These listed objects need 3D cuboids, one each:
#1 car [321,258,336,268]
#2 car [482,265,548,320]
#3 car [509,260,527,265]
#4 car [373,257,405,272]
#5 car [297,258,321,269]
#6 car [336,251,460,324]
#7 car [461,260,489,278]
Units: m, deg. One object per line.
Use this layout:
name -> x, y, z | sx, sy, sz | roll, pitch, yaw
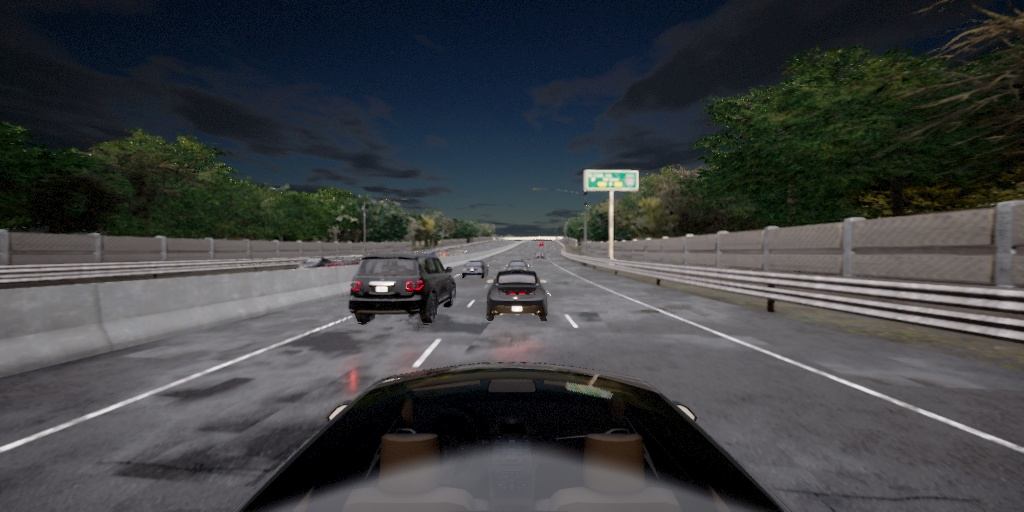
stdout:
car -> -17.052, 1.000, 36.646 | 1.895, 1.301, 4.718 | 0, 1, 2
car -> 0.167, 1.219, 12.397 | 1.837, 1.490, 4.892 | 0, 0, 1
car -> 0.472, 1.064, 30.323 | 2.033, 1.411, 5.357 | 0, 1, 1
car -> -13.454, 0.868, 39.533 | 1.812, 1.442, 4.674 | 0, 1, 2
car -> -20.515, 0.903, 37.695 | 1.812, 1.442, 4.674 | 0, 1, 2
car -> -3.341, 0.937, 11.958 | 2.150, 2.045, 5.566 | 0, 0, 1
car -> -3.032, 1.064, 30.234 | 2.033, 1.411, 5.357 | 0, 1, 1
